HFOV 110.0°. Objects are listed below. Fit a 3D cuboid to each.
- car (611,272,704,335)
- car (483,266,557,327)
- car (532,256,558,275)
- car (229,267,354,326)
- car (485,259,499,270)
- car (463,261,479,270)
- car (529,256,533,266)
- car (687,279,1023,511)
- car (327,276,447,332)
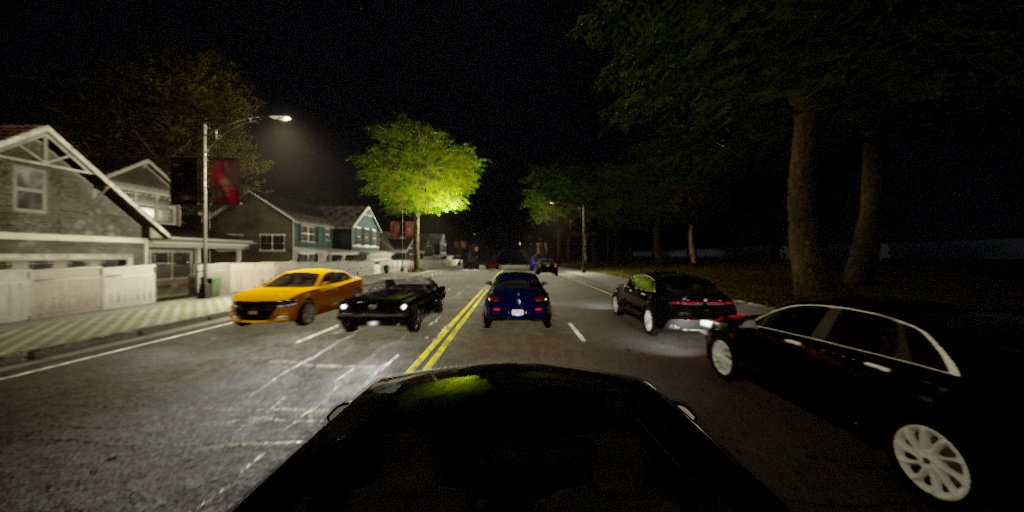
[{"bbox_3d":[4.266,1.204,10.250,1.837,1.490,4.892,0,0,0],"label":"car"},{"bbox_3d":[0.149,1.214,11.150,1.812,1.442,4.674,0,0,0],"label":"car"},{"bbox_3d":[3.518,1.053,37.280,2.097,1.767,4.553,0,0,1],"label":"car"},{"bbox_3d":[-6.551,1.155,11.570,1.882,1.535,5.008,0,0,0],"label":"car"},{"bbox_3d":[-3.020,1.292,54.359,1.882,1.535,5.008,0,-1,1],"label":"car"},{"bbox_3d":[-6.263,1.380,55.187,1.994,1.385,4.181,0,0,1],"label":"car"},{"bbox_3d":[3.537,1.006,49.356,2.150,2.045,5.566,0,0,1],"label":"car"},{"bbox_3d":[4.233,1.242,4.248,1.837,1.490,4.892,0,0,0],"label":"car"},{"bbox_3d":[-3.306,1.287,10.750,1.895,1.301,4.718,0,0,0],"label":"car"}]
